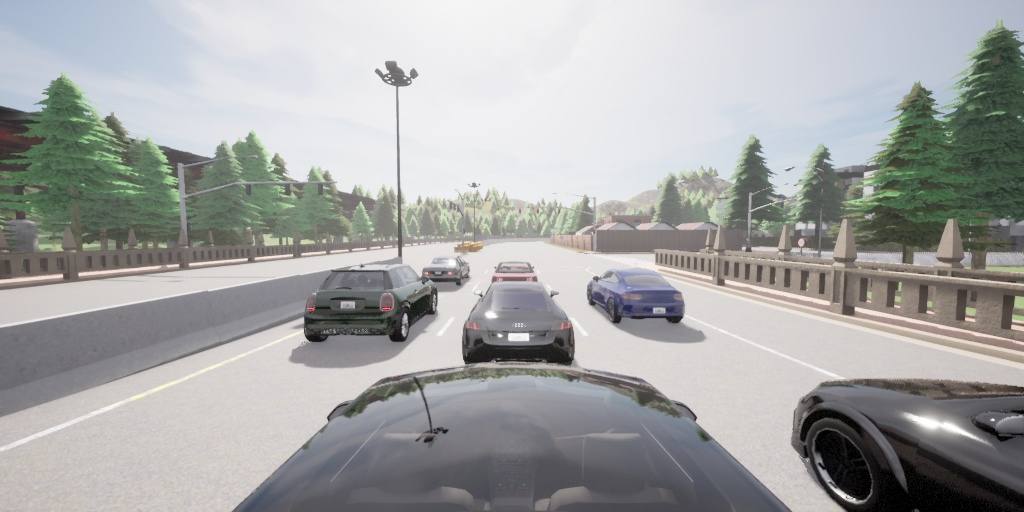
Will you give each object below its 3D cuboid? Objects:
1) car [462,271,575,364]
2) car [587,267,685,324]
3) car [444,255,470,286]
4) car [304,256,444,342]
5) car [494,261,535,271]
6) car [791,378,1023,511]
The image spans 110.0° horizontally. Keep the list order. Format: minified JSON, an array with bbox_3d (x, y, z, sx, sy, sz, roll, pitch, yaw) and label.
[{"bbox_3d":[0.105,1.224,7.788,1.994,1.385,4.181,0,2,0],"label":"car"},{"bbox_3d":[3.604,1.076,11.051,1.812,1.442,4.674,0,2,0],"label":"car"},{"bbox_3d":[-3.390,0.676,18.966,2.033,1.411,5.357,0,3,0],"label":"car"},{"bbox_3d":[-3.396,0.960,9.544,2.097,1.767,4.553,0,2,0],"label":"car"},{"bbox_3d":[0.108,0.866,16.550,1.895,1.301,4.718,0,3,0],"label":"car"},{"bbox_3d":[3.591,1.314,1.601,1.994,1.385,4.181,0,0,0],"label":"car"}]
